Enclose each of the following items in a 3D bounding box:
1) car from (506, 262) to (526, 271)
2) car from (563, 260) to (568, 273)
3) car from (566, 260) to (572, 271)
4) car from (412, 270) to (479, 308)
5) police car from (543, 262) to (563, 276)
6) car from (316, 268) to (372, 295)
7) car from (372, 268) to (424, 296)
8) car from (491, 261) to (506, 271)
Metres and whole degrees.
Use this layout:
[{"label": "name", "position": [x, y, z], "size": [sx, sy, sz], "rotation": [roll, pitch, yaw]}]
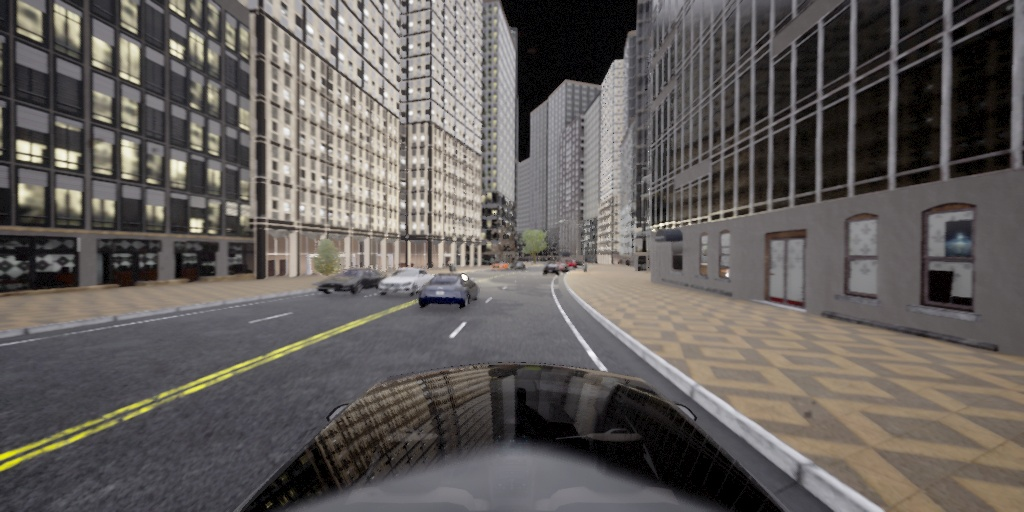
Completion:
[{"label": "car", "position": [1.007, 1.742, 61.095], "size": [1.882, 1.535, 5.008], "rotation": [0, 0, 15]}, {"label": "car", "position": [6.879, 1.790, 53.643], "size": [1.812, 1.442, 4.674], "rotation": [0, -1, 13]}, {"label": "car", "position": [8.270, 1.804, 59.328], "size": [1.882, 1.535, 5.008], "rotation": [1, 0, 14]}, {"label": "car", "position": [-2.672, 1.418, 15.910], "size": [1.994, 1.385, 4.181], "rotation": [0, 0, 3]}, {"label": "police car", "position": [4.902, 1.589, 44.206], "size": [1.930, 1.638, 5.238], "rotation": [0, -1, 11]}, {"label": "car", "position": [-9.052, 1.397, 21.033], "size": [2.033, 1.411, 5.357], "rotation": [0, 0, 5]}, {"label": "car", "position": [-5.824, 1.394, 20.324], "size": [1.812, 1.442, 4.674], "rotation": [0, 0, 5]}, {"label": "car", "position": [-2.076, 1.587, 62.091], "size": [2.097, 1.767, 4.553], "rotation": [1, 0, 15]}]
